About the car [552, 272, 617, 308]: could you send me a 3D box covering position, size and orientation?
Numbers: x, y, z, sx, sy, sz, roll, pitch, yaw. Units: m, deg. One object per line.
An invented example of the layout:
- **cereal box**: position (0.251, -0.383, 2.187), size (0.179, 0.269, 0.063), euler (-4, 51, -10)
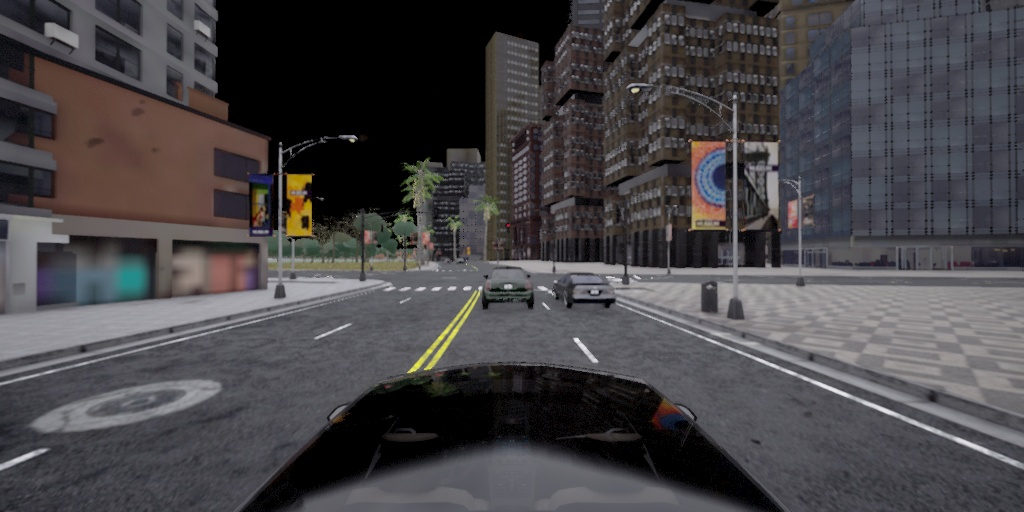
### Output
- **car**: position (3.040, 1.430, 16.039), size (2.033, 1.411, 5.357), euler (0, -1, -2)

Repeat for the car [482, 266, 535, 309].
- **car**: position (-0.210, 1.234, 16.014), size (2.097, 1.767, 4.553), euler (0, -1, -2)
